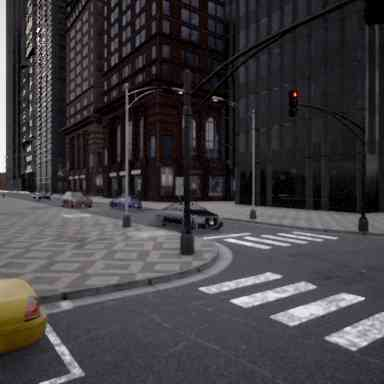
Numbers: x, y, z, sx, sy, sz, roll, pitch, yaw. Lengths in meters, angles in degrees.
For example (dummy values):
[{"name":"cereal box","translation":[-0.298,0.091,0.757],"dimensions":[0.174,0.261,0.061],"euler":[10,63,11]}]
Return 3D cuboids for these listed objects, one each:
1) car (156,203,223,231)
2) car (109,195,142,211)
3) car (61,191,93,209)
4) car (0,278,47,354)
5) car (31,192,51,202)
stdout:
[{"name":"car","translation":[-0.223,1.308,18.045],"dimensions":[1.994,1.385,4.181],"euler":[0,1,-37]},{"name":"car","translation":[-6.453,0.996,32.100],"dimensions":[1.812,1.442,4.674],"euler":[0,1,-36]},{"name":"car","translation":[-11.835,0.733,34.099],"dimensions":[2.097,1.767,4.553],"euler":[0,1,-36]},{"name":"car","translation":[-4.254,1.525,3.614],"dimensions":[4.829,1.417,1.752],"euler":[0,0,-35]},{"name":"car","translation":[-21.822,0.694,48.112],"dimensions":[1.895,1.301,4.718],"euler":[0,1,-36]}]
